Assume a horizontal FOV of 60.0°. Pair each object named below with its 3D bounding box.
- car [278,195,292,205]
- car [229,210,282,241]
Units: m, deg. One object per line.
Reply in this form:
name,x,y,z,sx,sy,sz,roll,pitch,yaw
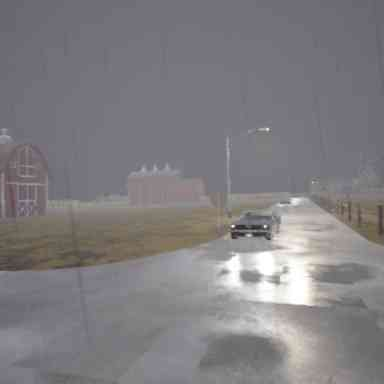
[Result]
car,15.507,1.330,55.343,1.837,1.490,4.892,-2,0,17
car,3.297,1.581,16.665,1.895,1.301,4.718,-2,0,22
